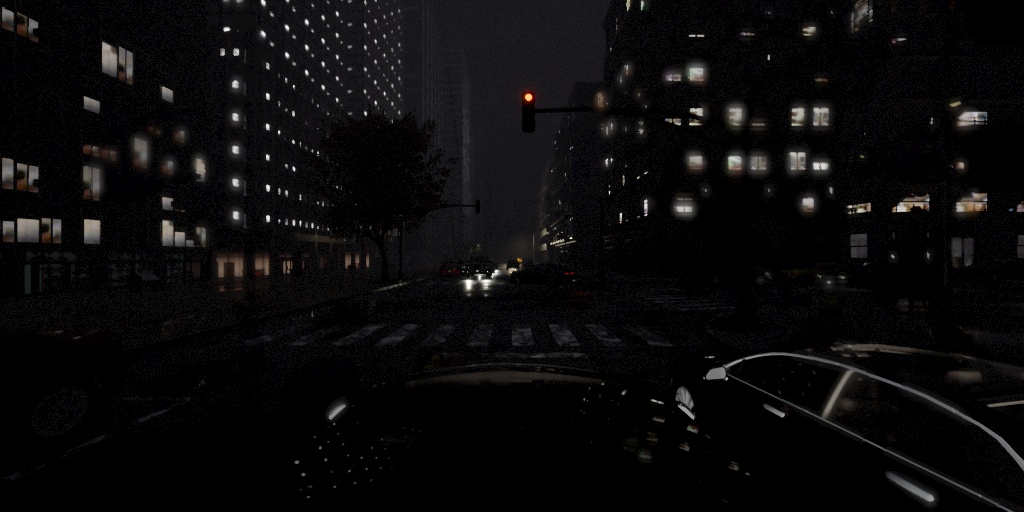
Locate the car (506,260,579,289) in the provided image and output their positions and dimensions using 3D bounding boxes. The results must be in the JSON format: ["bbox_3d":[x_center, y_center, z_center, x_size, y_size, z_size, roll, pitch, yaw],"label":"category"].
[{"bbox_3d":[1.997,1.251,23.053,2.128,1.511,4.902,-1,1,-44],"label":"car"}]

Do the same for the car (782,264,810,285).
[{"bbox_3d":[18.842,0.993,22.033,4.829,1.417,1.751,0,0,-1],"label":"car"}]

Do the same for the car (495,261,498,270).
[{"bbox_3d":[-3.078,1.298,44.469,1.812,1.442,4.674,0,0,0],"label":"car"}]

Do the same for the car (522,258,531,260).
[{"bbox_3d":[2.719,1.350,57.049,1.948,1.339,4.313,0,0,0],"label":"car"}]

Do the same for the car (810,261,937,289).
[{"bbox_3d":[19.831,1.005,19.451,5.357,1.411,2.033,-1,0,-1],"label":"car"}]

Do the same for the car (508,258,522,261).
[{"bbox_3d":[0.129,1.287,54.100,1.837,1.490,4.892,0,0,0],"label":"car"}]

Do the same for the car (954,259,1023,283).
[{"bbox_3d":[30.147,0.859,22.141,4.507,1.381,1.888,0,0,-1],"label":"car"}]

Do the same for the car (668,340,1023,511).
[{"bbox_3d":[2.689,1.300,2.571,2.007,1.370,4.403,0,0,0],"label":"car"}]

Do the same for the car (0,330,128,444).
[{"bbox_3d":[-5.691,1.295,2.575,1.888,1.381,4.507,0,0,0],"label":"car"}]

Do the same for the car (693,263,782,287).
[{"bbox_3d":[13.445,1.095,21.981,4.403,1.370,2.007,0,0,-1],"label":"car"}]

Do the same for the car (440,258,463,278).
[{"bbox_3d":[-5.674,1.079,34.963,2.192,1.841,5.009,0,0,0],"label":"car"}]

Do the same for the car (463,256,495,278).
[{"bbox_3d":[-3.083,0.986,34.588,2.150,2.045,5.566,0,0,0],"label":"car"}]
